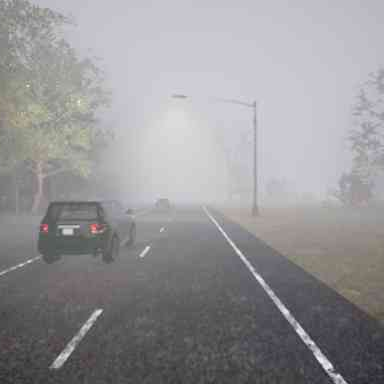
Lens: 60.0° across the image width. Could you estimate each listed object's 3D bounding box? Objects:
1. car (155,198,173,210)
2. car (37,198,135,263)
[{"bbox_3d":[-3.567,1.469,42.060,1.837,1.490,4.892,0,0,0],"label":"car"},{"bbox_3d":[-3.518,1.219,12.107,2.150,2.045,5.566,0,0,0],"label":"car"}]
